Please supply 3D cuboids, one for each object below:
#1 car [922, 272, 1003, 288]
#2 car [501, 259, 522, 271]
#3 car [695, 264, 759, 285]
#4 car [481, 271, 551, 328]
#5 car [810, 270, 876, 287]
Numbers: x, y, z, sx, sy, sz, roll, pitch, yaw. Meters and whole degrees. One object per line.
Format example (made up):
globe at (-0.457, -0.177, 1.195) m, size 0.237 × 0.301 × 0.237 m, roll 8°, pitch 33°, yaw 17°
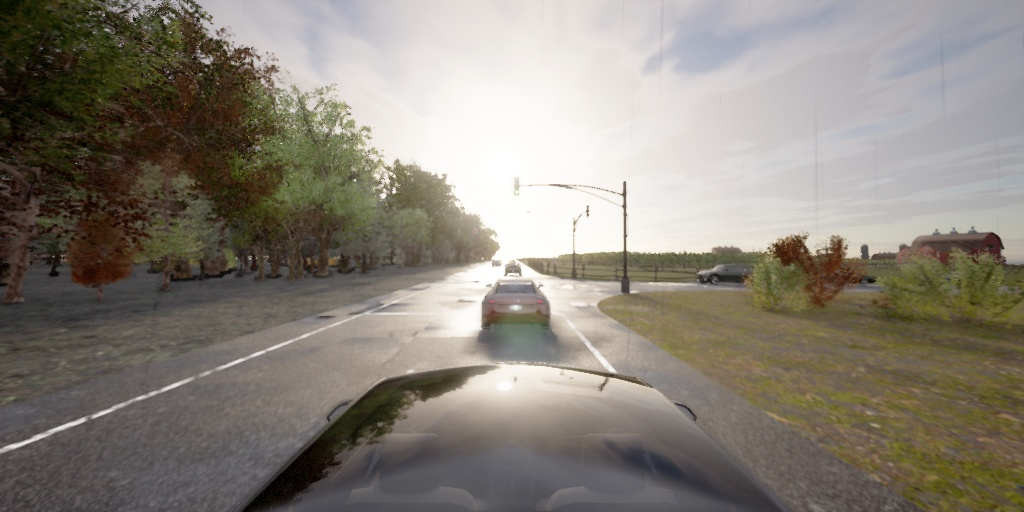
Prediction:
car at (36.636, 1.916, 29.345) m, size 4.718 × 1.301 × 1.895 m, roll 1°, pitch -1°, yaw 0°
car at (0.110, 1.404, 40.653) m, size 2.128 × 1.511 × 4.902 m, roll 0°, pitch 0°, yaw 0°
car at (17.571, 1.461, 29.486) m, size 4.553 × 1.767 × 2.097 m, roll 1°, pitch -1°, yaw 1°
car at (0.104, 1.356, 11.546) m, size 1.994 × 1.385 × 4.181 m, roll 0°, pitch 0°, yaw 0°
car at (26.618, 1.807, 29.398) m, size 4.718 × 1.301 × 1.895 m, roll 1°, pitch -1°, yaw 0°
